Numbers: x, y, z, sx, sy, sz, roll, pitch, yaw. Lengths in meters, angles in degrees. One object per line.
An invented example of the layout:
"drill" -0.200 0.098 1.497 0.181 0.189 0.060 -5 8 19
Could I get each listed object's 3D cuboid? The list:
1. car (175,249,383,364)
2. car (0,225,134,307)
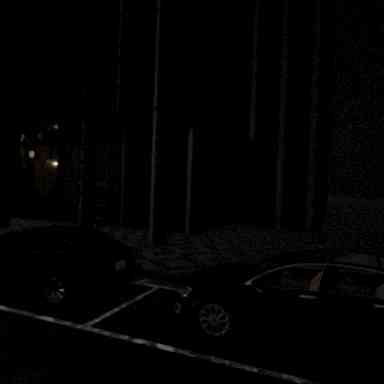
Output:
"car" 1.870 1.568 5.110 4.403 1.369 2.008 2 1 23
"car" -3.315 1.396 7.325 4.313 1.339 1.947 2 1 23
